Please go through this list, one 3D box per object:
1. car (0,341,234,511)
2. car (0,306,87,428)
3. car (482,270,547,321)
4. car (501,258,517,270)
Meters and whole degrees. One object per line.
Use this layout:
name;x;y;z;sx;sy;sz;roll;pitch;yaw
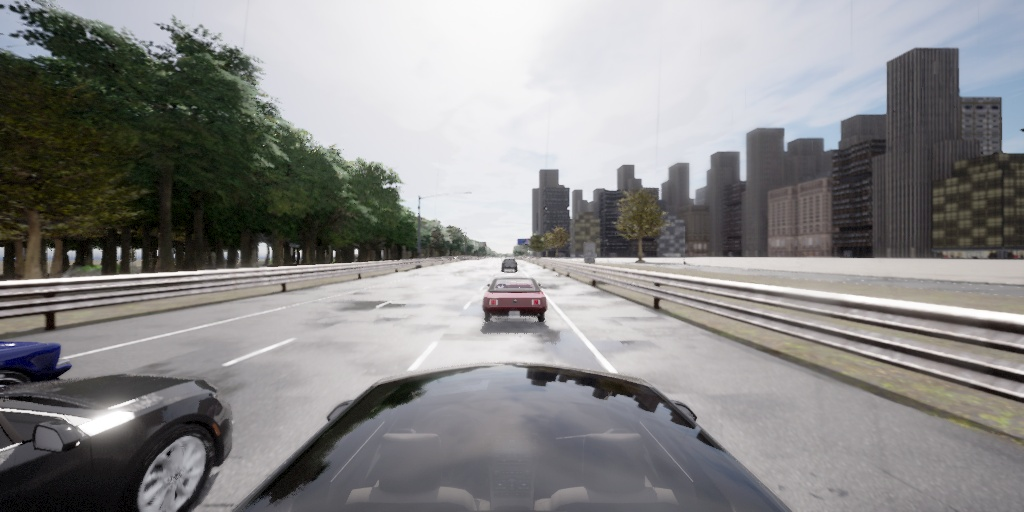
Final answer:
car;-3.405;1.254;1.200;1.837;1.490;4.892;0;0;0
car;-6.902;1.352;2.661;1.895;1.301;4.718;0;0;0
car;0.069;1.348;12.421;1.895;1.301;4.718;0;0;0
car;-0.327;0.996;44.587;2.033;1.649;4.856;0;1;-1
